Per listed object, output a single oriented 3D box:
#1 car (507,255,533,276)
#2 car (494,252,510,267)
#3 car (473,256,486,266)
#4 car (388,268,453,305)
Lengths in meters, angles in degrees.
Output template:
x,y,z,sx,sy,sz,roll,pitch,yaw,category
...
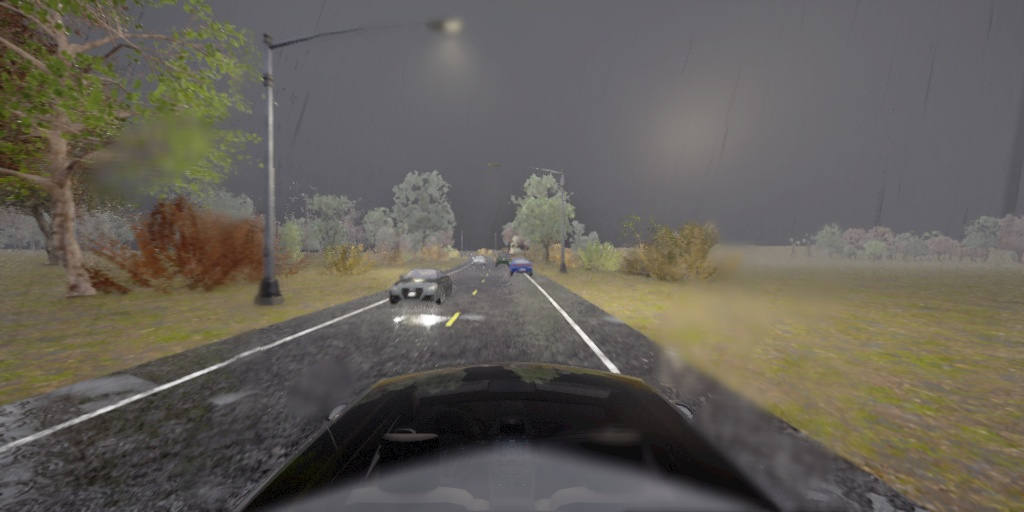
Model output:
x,y,z,sx,sy,sz,roll,pitch,yaw,category
0.755,0.929,32.249,1.882,1.535,5.008,0,1,-2,car
-1.261,0.474,51.632,2.150,2.045,5.566,0,1,-3,car
-5.122,0.736,56.480,1.812,1.442,4.674,0,1,-3,car
-3.693,1.194,15.157,1.994,1.385,4.181,0,1,-1,car
